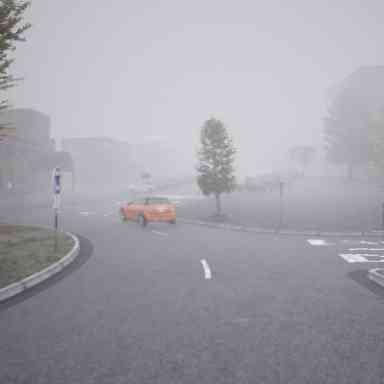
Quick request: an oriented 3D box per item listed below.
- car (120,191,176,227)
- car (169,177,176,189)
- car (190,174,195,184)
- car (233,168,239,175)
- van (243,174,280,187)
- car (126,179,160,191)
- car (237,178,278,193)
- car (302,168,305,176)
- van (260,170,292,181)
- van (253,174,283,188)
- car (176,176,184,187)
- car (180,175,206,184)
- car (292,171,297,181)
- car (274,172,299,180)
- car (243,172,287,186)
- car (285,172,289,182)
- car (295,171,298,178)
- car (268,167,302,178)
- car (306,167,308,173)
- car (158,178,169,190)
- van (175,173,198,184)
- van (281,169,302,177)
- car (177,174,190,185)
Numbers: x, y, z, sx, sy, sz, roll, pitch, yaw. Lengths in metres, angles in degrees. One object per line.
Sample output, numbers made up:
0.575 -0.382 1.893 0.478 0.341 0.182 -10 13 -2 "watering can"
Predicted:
-2.855 1.033 20.616 2.097 1.767 4.553 0 1 -32 "car"
-5.442 -1.445 55.931 4.553 1.767 2.185 -2 5 2 "car"
-2.155 -2.155 64.112 5.008 1.535 2.097 -2 5 2 "car"
10.151 -5.309 93.810 4.553 1.767 2.185 -2 5 3 "car"
9.983 -1.252 48.287 4.442 1.987 1.878 0 5 4 "van"
-7.672 -0.721 50.507 4.674 1.452 2.002 -2 5 2 "car"
8.649 -0.743 45.590 5.008 1.535 2.097 -1 5 4 "car"
21.899 -4.119 75.698 5.566 2.045 2.435 -1 5 3 "car"
14.848 -2.387 59.203 4.442 1.987 1.878 -1 5 4 "van"
12.182 -1.816 53.749 4.442 1.987 1.878 -1 6 4 "van"
-4.391 -1.567 58.669 4.792 1.488 2.163 -2 5 2 "car"
0.252 -2.720 69.520 5.366 1.575 1.946 -2 5 3 "car"
17.157 -2.728 64.700 4.892 1.521 2.231 -1 6 4 "car"
20.713 -3.583 72.966 4.892 1.521 2.231 -1 5 3 "car"
11.053 -1.559 51.013 5.566 2.045 2.435 0 6 4 "car"
13.487 -2.002 56.489 4.553 1.767 2.185 -1 5 4 "car"
18.374 -2.984 67.453 4.792 1.488 2.163 -1 5 3 "car"
19.561 -3.549 70.181 5.566 2.045 2.435 -1 5 3 "car"
26.487 -5.237 86.709 5.566 2.045 2.435 -1 5 3 "car"
-6.541 -1.012 53.229 4.792 1.488 2.163 -2 5 2 "car"
-1.169 -2.653 66.806 4.442 1.987 1.878 -2 5 2 "van"
24.281 -4.661 81.203 4.442 1.987 1.878 -1 5 3 "van"
-3.231 -2.002 61.373 4.553 1.767 2.185 -2 5 2 "car"
